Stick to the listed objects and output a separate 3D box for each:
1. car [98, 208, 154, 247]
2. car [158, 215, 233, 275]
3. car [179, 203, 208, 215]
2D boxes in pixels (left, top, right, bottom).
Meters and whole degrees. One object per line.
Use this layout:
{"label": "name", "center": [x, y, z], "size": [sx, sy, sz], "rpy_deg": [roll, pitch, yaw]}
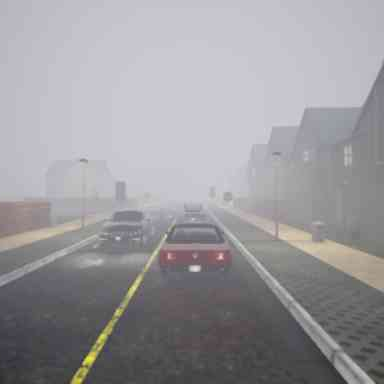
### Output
{"label": "car", "center": [-2.829, 1.533, 15.179], "size": [1.837, 1.490, 4.892], "rpy_deg": [0, 0, 0]}
{"label": "car", "center": [0.084, 1.620, 10.474], "size": [1.895, 1.301, 4.718], "rpy_deg": [0, 0, 0]}
{"label": "car", "center": [0.077, 1.535, 23.488], "size": [2.128, 1.511, 4.902], "rpy_deg": [0, 0, 0]}
